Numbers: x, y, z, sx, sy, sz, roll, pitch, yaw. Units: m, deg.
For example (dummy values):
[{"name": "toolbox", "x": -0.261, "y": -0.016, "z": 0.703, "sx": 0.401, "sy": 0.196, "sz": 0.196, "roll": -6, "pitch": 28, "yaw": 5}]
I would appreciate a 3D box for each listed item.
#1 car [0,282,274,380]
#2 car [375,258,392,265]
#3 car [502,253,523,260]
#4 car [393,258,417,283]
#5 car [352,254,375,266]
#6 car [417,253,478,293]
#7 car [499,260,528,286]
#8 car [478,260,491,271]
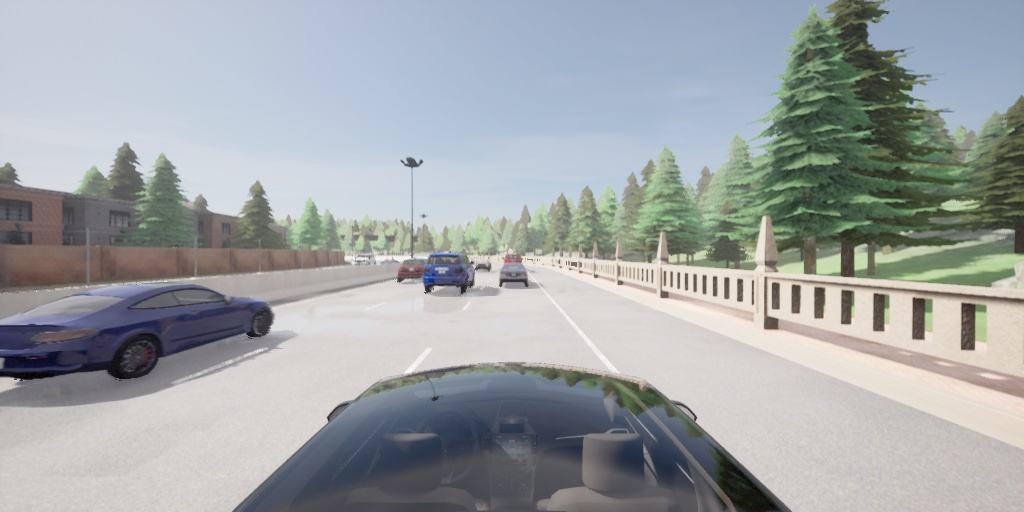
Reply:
[{"name": "car", "x": -6.900, "y": 1.245, "z": 7.067, "sx": 1.812, "sy": 1.442, "sz": 4.674, "roll": 0, "pitch": 0, "yaw": 0}, {"name": "car", "x": -18.081, "y": 1.008, "z": 52.934, "sx": 2.033, "sy": 1.411, "sz": 5.357, "roll": 0, "pitch": 0, "yaw": -6}, {"name": "car", "x": 0.076, "y": 0.742, "z": 41.560, "sx": 2.150, "sy": 2.045, "sz": 5.566, "roll": 0, "pitch": 0, "yaw": -1}, {"name": "car", "x": -6.898, "y": 0.961, "z": 26.721, "sx": 2.097, "sy": 1.767, "sz": 4.553, "roll": 0, "pitch": 0, "yaw": 0}, {"name": "car", "x": -21.555, "y": 0.674, "z": 52.504, "sx": 2.150, "sy": 2.045, "sz": 5.566, "roll": 0, "pitch": 0, "yaw": -6}, {"name": "car", "x": -3.398, "y": 0.868, "z": 20.061, "sx": 2.150, "sy": 2.045, "sz": 5.566, "roll": 0, "pitch": 0, "yaw": 0}, {"name": "car", "x": 0.101, "y": 1.171, "z": 23.987, "sx": 2.033, "sy": 1.411, "sz": 5.357, "roll": 0, "pitch": 0, "yaw": 0}, {"name": "car", "x": -3.442, "y": 1.120, "z": 42.552, "sx": 1.895, "sy": 1.301, "sz": 4.718, "roll": 0, "pitch": 0, "yaw": -1}]
